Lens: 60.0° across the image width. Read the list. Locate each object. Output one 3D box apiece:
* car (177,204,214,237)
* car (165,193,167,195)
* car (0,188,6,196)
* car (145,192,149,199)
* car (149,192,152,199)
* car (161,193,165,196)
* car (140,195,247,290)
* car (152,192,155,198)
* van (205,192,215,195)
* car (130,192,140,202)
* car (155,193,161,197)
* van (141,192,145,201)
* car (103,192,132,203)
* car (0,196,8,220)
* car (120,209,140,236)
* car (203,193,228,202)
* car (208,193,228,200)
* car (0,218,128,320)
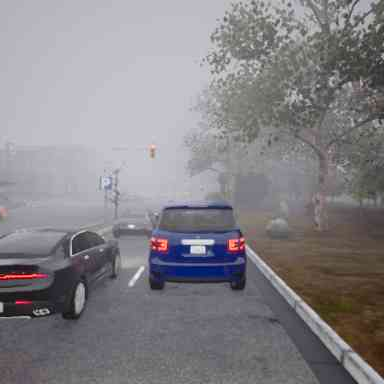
[{"bbox_3d":[0.204,1.526,19.084,1.837,1.490,4.892,0,0,0],"label":"car"},{"bbox_3d":[-10.423,1.290,92.892,5.008,1.535,2.097,-1,0,-11],"label":"car"},{"bbox_3d":[-31.074,0.122,53.876,2.002,1.452,4.674,6,-3,-19],"label":"car"},{"bbox_3d":[-12.886,1.301,74.933,4.892,1.521,2.231,-1,0,-13],"label":"car"},{"bbox_3d":[-12.508,1.338,77.927,4.674,1.452,2.002,-1,0,-13],"label":"car"},{"bbox_3d":[-10.850,1.040,89.914,5.566,2.045,2.435,-1,0,-12],"label":"car"},{"bbox_3d":[0.127,1.230,9.226,2.150,2.045,5.566,0,0,0],"label":"car"},{"bbox_3d":[-12.131,1.337,80.928,4.674,1.452,2.002,-1,0,-13],"label":"car"},{"bbox_3d":[4.394,1.025,65.543,4.442,1.987,1.878,1,0,-14],"label":"van"},{"bbox_3d":[-13.688,1.297,65.971,5.366,1.575,1.946,-1,0,-15],"label":"car"},{"bbox_3d":[-11.305,1.333,86.909,4.674,1.452,2.002,-1,0,-12],"label":"car"},{"bbox_3d":[-13.119,1.073,71.962,4.442,1.987,1.878,-1,0,-14],"label":"van"},{"bbox_3d":[-14.337,1.341,62.980,4.792,1.488,2.163,-1,0,-15],"label":"car"},{"bbox_3d":[-16.585,1.397,25.177,4.553,1.767,2.185,-1,0,-19],"label":"car"},{"bbox_3d":[-2.814,1.584,17.627,1.994,1.385,4.181,0,0,1],"label":"car"},{"bbox_3d":[4.783,1.122,68.512,4.553,1.767,2.185,1,0,-14],"label":"car"},{"bbox_3d":[6.599,1.106,83.208,4.553,1.767,2.185,1,0,-12],"label":"car"},{"bbox_3d":[-2.881,1.505,7.276,1.837,1.490,4.892,0,-2,0],"label":"car"}]
